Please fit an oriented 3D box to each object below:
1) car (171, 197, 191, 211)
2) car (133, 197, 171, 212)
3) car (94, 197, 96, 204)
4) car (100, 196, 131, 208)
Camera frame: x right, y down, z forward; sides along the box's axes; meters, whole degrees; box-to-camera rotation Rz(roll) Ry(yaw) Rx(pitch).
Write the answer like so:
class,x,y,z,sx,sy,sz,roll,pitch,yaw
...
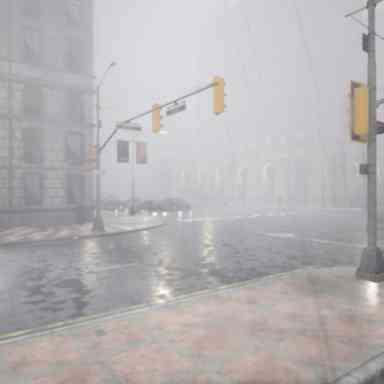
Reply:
class,x,y,z,sx,sy,sz,roll,pitch,yaw
car,-2.036,1.421,39.757,1.837,1.490,4.892,0,0,-36
car,-4.595,1.493,37.323,1.994,1.385,4.181,0,0,-36
car,-16.554,1.476,54.153,2.033,1.411,5.357,0,0,-35
car,-10.542,1.530,45.613,1.895,1.301,4.718,0,0,-35
